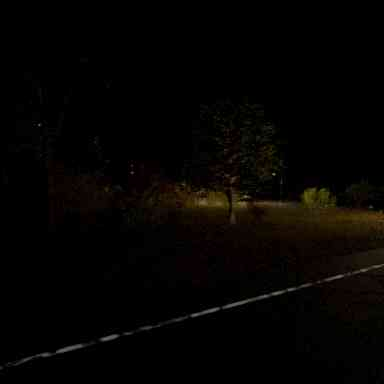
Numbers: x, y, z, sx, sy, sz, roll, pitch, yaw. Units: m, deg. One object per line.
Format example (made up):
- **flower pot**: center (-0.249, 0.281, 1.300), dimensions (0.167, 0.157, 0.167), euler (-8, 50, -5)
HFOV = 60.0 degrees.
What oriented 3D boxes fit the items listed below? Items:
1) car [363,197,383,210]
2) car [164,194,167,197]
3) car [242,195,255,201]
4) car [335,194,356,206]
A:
- **car**: center (22.820, 1.390, 38.983), dimensions (1.882, 1.535, 5.008), euler (0, 0, -37)
- **car**: center (-7.581, 1.097, 90.567), dimensions (1.812, 1.442, 4.674), euler (0, 0, -37)
- **car**: center (10.351, 1.349, 66.965), dimensions (1.895, 1.301, 4.718), euler (0, 0, -37)
- **car**: center (22.466, 1.197, 51.019), dimensions (2.097, 1.767, 4.553), euler (0, 0, -37)
